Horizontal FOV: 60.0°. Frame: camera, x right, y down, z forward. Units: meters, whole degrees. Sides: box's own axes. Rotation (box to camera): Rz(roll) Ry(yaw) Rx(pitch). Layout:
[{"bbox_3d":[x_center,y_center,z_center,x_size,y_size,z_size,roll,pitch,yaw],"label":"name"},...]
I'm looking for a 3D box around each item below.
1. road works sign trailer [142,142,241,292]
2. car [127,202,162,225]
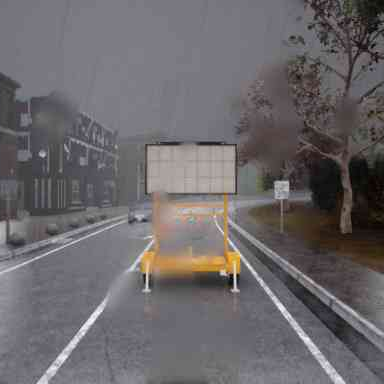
[{"bbox_3d":[-0.021,0.467,8.899,2.380,3.560,2.880,0,0,0],"label":"road works sign trailer"},{"bbox_3d":[-3.323,1.498,23.999,2.128,1.511,4.902,0,0,2],"label":"car"}]
